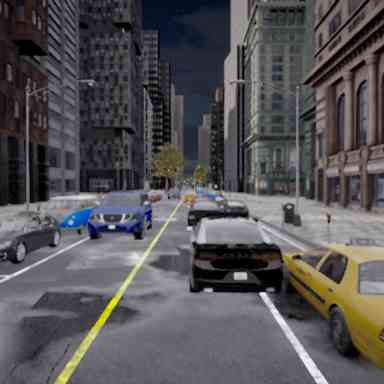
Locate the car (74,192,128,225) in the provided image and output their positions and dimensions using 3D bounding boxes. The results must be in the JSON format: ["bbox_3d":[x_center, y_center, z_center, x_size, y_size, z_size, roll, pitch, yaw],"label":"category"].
[{"bbox_3d":[-5.828,0.966,22.062,2.192,1.841,5.009,0,1,0],"label":"car"}]

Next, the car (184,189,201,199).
[{"bbox_3d":[-0.105,0.739,46.864,1.882,1.535,5.008,0,1,1],"label":"car"}]

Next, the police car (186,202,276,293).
[{"bbox_3d":[0.877,1.287,8.642,1.930,1.638,5.238,0,1,0],"label":"police car"}]

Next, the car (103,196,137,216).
[{"bbox_3d":[-5.846,1.109,27.591,1.887,1.381,4.507,0,1,0],"label":"car"}]

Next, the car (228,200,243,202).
[{"bbox_3d":[2.713,1.201,22.074,2.008,1.369,4.403,0,1,0],"label":"car"}]

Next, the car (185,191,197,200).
[{"bbox_3d":[-0.164,0.624,59.770,1.994,1.385,4.181,0,1,0],"label":"car"}]

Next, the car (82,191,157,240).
[{"bbox_3d":[-3.143,0.971,15.774,2.150,2.045,5.566,0,1,0],"label":"car"}]

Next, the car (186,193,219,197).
[{"bbox_3d":[0.732,1.091,24.504,1.882,1.535,5.008,0,1,-2],"label":"car"}]

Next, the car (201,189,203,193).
[{"bbox_3d":[2.627,0.675,55.219,1.887,1.381,4.507,0,1,0],"label":"car"}]

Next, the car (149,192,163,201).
[{"bbox_3d":[-5.928,0.676,55.214,1.887,1.381,4.507,0,1,0],"label":"car"}]

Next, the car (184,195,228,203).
[{"bbox_3d":[0.743,1.185,18.555,1.882,1.535,5.008,0,1,2],"label":"car"}]

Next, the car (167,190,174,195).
[{"bbox_3d":[-6.022,0.081,93.133,1.752,1.417,4.829,0,1,0],"label":"car"}]

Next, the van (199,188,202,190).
[{"bbox_3d":[2.614,0.386,60.741,1.690,1.788,3.998,0,1,0],"label":"van"}]

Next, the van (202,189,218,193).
[{"bbox_3d":[2.657,0.644,44.168,1.690,1.788,3.998,0,1,0],"label":"van"}]

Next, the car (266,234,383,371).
[{"bbox_3d":[2.756,1.434,5.671,1.752,1.417,4.829,0,1,0],"label":"car"}]

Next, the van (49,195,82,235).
[{"bbox_3d":[-5.812,1.079,16.538,1.690,1.788,3.998,0,1,0],"label":"van"}]

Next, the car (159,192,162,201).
[{"bbox_3d":[-5.911,0.762,49.689,1.887,1.381,4.507,0,1,0],"label":"car"}]

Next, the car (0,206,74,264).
[{"bbox_3d":[-5.796,1.375,11.016,2.008,1.369,4.403,0,1,0],"label":"car"}]

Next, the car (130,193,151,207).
[{"bbox_3d":[-5.878,0.918,38.470,1.752,1.417,4.829,0,1,0],"label":"car"}]

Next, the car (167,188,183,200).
[{"bbox_3d":[-3.163,0.393,59.434,2.150,2.045,5.566,0,1,0],"label":"car"}]

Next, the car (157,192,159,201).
[{"bbox_3d":[-5.895,0.848,44.165,1.887,1.381,4.507,0,1,0],"label":"car"}]
